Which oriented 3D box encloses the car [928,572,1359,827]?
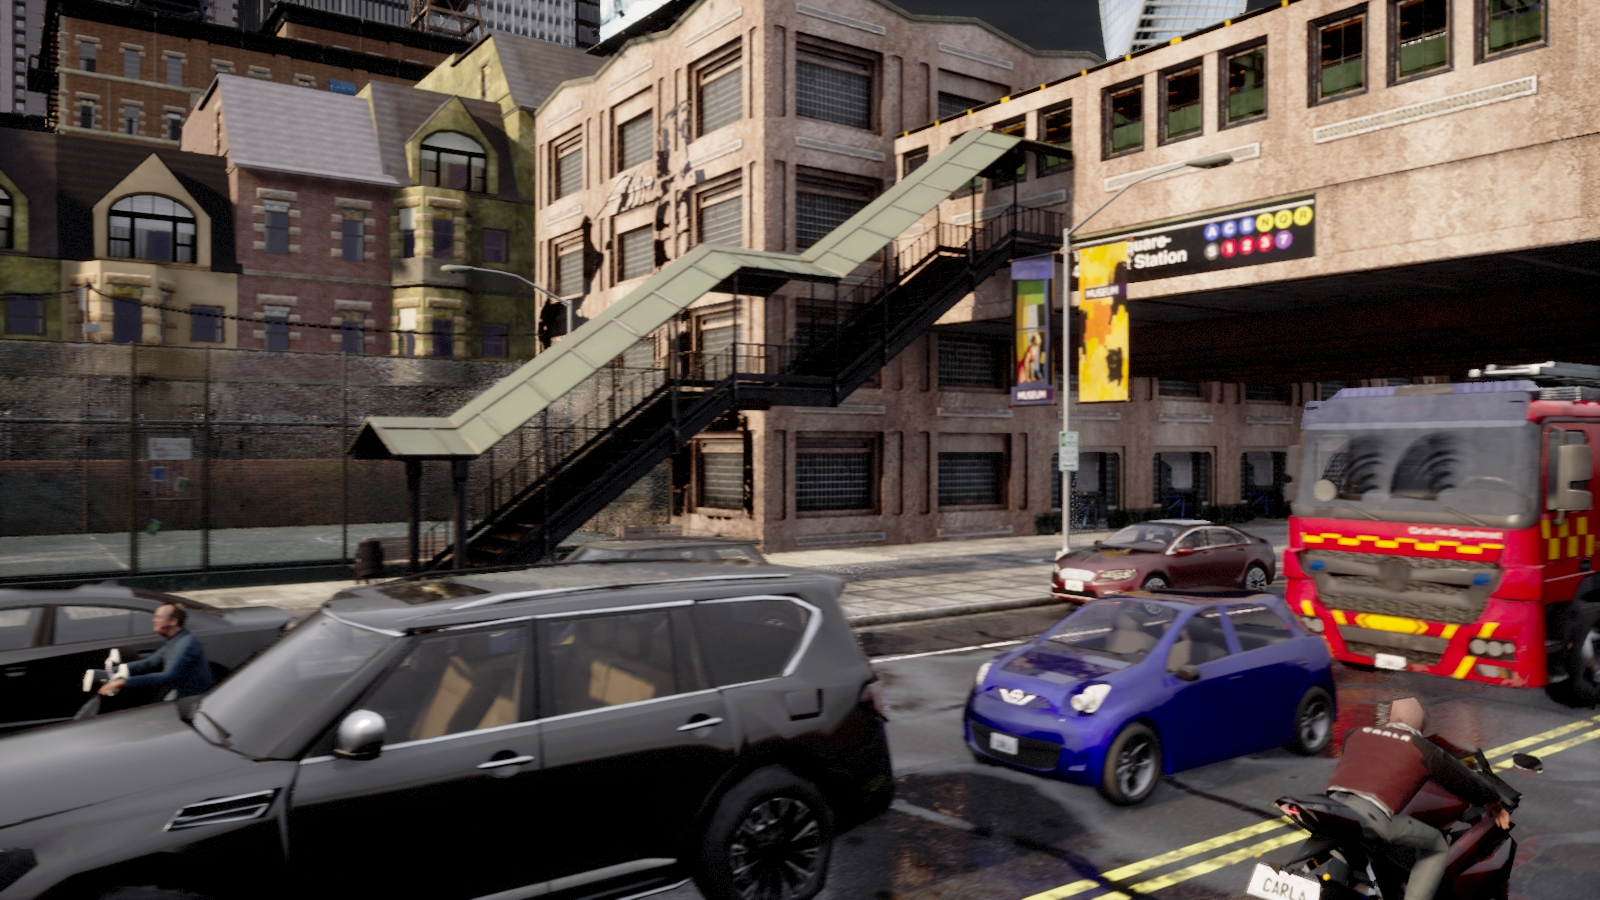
[{"bbox_3d":[3.132,2.038,10.248,3.633,1.501,1.845,0,0,-35],"label":"car"}]

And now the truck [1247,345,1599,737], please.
[{"bbox_3d":[9.594,0.890,14.756,8.468,3.827,2.891,0,0,-35],"label":"truck"}]

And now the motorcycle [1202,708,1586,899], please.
[{"bbox_3d":[3.168,2.205,6.005,2.209,1.251,0.867,0,0,-35],"label":"motorcycle"}]

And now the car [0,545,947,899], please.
[{"bbox_3d":[-1.944,1.780,6.700,5.566,2.045,2.150,0,0,-35],"label":"car"}]
